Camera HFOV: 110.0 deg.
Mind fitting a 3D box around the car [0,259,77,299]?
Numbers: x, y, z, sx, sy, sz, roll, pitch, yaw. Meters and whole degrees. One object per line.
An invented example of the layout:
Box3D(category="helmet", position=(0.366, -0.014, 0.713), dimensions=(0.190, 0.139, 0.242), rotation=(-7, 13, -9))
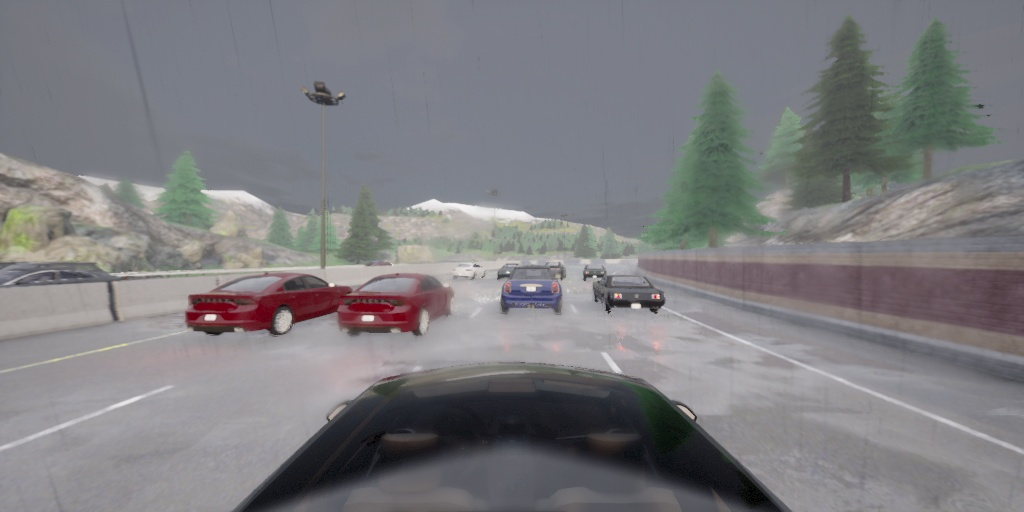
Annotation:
Box3D(category="car", position=(-23.718, 1.029, 16.343), dimensions=(2.097, 1.767, 4.553), rotation=(0, 0, 6))

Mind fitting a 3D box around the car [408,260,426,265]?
Box3D(category="car", position=(-14.384, 1.308, 56.716), dimensions=(1.895, 1.301, 4.718), rotation=(0, 0, 21))

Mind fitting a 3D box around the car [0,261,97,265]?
Box3D(category="car", position=(-20.307, 1.040, 15.275), dimensions=(2.097, 1.767, 4.553), rotation=(0, 0, 6))

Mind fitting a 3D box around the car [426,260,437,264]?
Box3D(category="car", position=(-10.993, 1.281, 55.711), dimensions=(1.994, 1.385, 4.181), rotation=(0, 0, 21))

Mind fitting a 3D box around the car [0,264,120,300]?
Box3D(category="car", position=(-17.048, 1.189, 12.656), dimensions=(2.128, 1.511, 4.902), rotation=(0, 0, 5))

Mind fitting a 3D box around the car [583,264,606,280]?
Box3D(category="car", position=(7.186, 1.374, 31.086), dimensions=(1.895, 1.301, 4.718), rotation=(0, 0, 13))

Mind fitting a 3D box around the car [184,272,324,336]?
Box3D(category="car", position=(-6.494, 1.208, 10.384), dimensions=(1.882, 1.535, 5.008), rotation=(0, 0, 4))

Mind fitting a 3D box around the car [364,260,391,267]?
Box3D(category="car", position=(-19.595, 1.255, 52.405), dimensions=(1.994, 1.385, 4.181), rotation=(0, 0, 19))

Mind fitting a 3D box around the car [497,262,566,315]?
Box3D(category="car", position=(0.826, 1.105, 13.909), dimensions=(2.097, 1.767, 4.553), rotation=(0, 0, 5))

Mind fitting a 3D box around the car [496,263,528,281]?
Box3D(category="car", position=(0.077, 1.315, 31.236), dimensions=(1.994, 1.385, 4.181), rotation=(0, 0, 12))

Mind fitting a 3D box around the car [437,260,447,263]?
Box3D(category="car", position=(-8.526, 1.326, 52.392), dimensions=(1.895, 1.301, 4.718), rotation=(0, 0, 20))

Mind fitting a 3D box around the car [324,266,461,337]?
Box3D(category="car", position=(-2.995, 1.219, 10.341), dimensions=(1.882, 1.535, 5.008), rotation=(0, 0, 4))

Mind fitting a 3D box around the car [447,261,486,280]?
Box3D(category="car", position=(-3.627, 1.265, 30.734), dimensions=(1.812, 1.442, 4.674), rotation=(0, 0, 12))

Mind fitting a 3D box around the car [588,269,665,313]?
Box3D(category="car", position=(4.317, 1.365, 14.045), dimensions=(1.895, 1.301, 4.718), rotation=(0, 0, 6))
